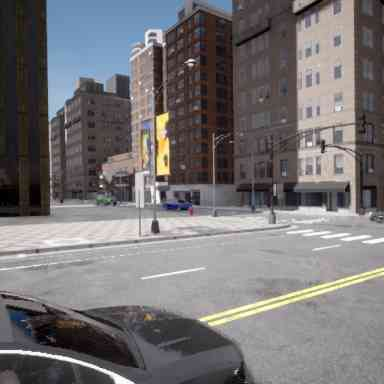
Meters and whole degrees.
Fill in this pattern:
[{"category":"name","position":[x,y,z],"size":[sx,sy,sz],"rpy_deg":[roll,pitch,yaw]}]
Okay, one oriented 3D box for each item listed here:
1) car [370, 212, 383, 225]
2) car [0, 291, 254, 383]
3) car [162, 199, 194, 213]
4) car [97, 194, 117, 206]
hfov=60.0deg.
[{"category":"car","position":[14.030,1.552,21.085],"size":[2.033,1.411,5.357],"rpy_deg":[0,0,-17]},{"category":"car","position":[-1.684,1.504,2.241],"size":[4.892,1.490,1.837],"rpy_deg":[0,0,-35]},{"category":"car","position":[-1.731,1.609,40.126],"size":[1.882,1.535,5.008],"rpy_deg":[-1,1,-35]},{"category":"car","position":[-15.315,1.440,59.584],"size":[2.150,2.045,5.566],"rpy_deg":[-1,0,-35]}]
